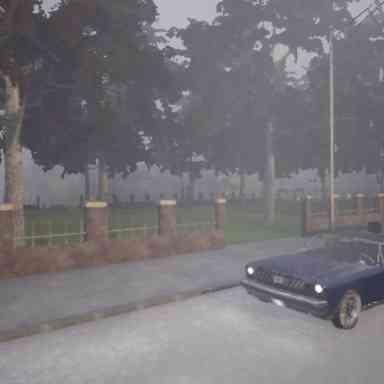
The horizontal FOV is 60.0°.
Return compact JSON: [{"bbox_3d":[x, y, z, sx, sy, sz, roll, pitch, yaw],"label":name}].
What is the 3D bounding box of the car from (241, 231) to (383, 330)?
[{"bbox_3d":[3.266,1.551,6.937,4.718,1.301,1.895,-1,0,-36],"label":"car"}]
